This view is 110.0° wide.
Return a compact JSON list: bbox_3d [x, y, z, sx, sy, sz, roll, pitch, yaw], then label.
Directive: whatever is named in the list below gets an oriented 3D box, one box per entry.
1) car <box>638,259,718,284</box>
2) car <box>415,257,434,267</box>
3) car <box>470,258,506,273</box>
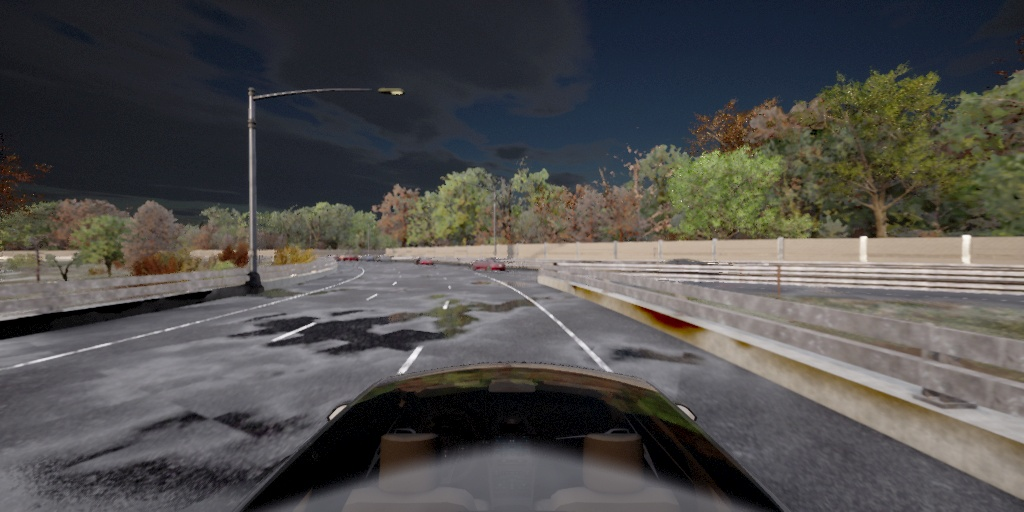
[{"bbox_3d":[11.016,0.929,24.144,4.892,1.490,1.837,0,1,35],"label":"car"},{"bbox_3d":[-13.104,0.784,53.355,1.994,1.385,4.181,0,1,-28],"label":"car"},{"bbox_3d":[-2.501,0.902,36.937,1.994,1.385,4.181,-1,1,-42],"label":"car"}]
